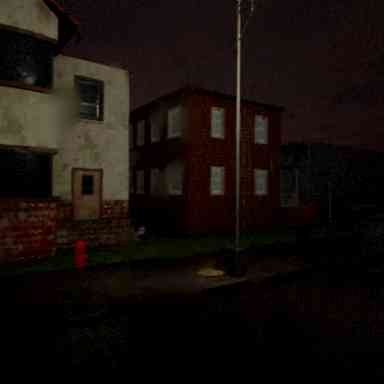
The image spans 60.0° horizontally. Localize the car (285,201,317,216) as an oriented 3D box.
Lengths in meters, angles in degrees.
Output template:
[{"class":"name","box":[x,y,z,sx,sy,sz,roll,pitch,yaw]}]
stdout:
[{"class":"car","box":[10.696,1.678,35.143,1.882,1.535,5.008,0,0,-36]}]
